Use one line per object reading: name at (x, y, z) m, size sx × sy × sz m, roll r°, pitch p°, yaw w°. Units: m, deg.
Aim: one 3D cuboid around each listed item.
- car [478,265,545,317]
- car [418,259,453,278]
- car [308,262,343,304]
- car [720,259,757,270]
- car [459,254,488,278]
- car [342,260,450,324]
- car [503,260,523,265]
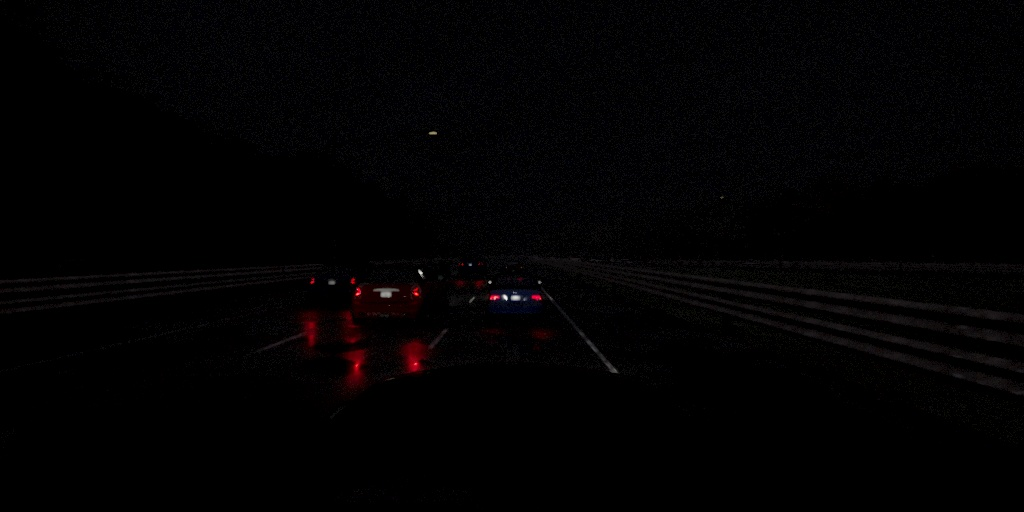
car at (0.103, 1.237, 12.800) m, size 2.033 × 1.411 × 5.357 m, roll 0°, pitch 0°, yaw 0°
car at (-6.896, 1.084, 32.874) m, size 2.128 × 1.511 × 4.902 m, roll 0°, pitch 0°, yaw 0°
car at (-6.889, 1.018, 15.846) m, size 2.097 × 1.767 × 4.553 m, roll 1°, pitch 1°, yaw 0°
car at (33.462, 1.231, 53.016) m, size 2.163 × 1.488 × 4.792 m, roll 0°, pitch 0°, yaw -31°
car at (-3.400, 0.817, 31.999) m, size 2.150 × 2.045 × 5.566 m, roll 0°, pitch 0°, yaw 0°
car at (-3.399, 1.046, 11.811) m, size 2.097 × 1.767 × 4.553 m, roll 0°, pitch 0°, yaw 0°
car at (0.106, 1.113, 33.836) m, size 1.812 × 1.442 × 4.674 m, roll 0°, pitch 0°, yaw 0°
